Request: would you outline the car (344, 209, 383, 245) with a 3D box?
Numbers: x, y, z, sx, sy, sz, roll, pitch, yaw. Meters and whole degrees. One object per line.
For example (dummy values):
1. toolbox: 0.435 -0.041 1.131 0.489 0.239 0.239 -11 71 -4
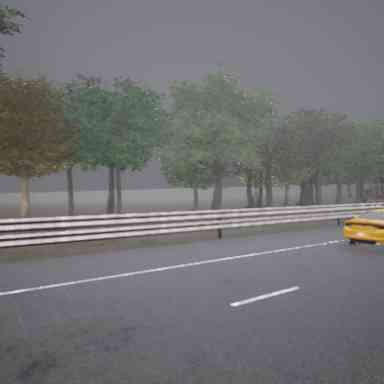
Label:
1. car: 8.448 1.453 14.077 5.008 1.535 1.882 0 0 -35
